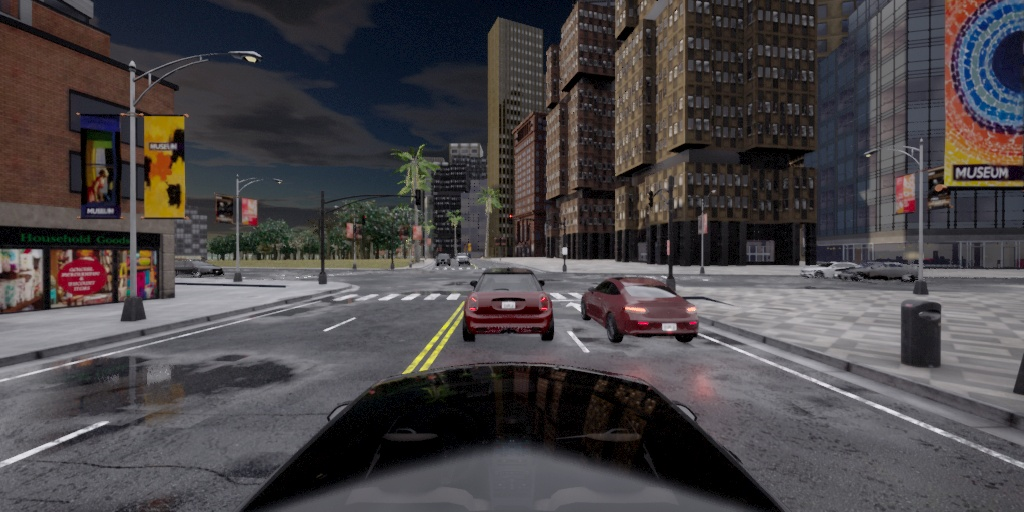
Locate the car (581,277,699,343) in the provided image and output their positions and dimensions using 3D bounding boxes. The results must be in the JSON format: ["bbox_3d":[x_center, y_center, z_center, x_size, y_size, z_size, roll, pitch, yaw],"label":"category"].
[{"bbox_3d":[3.137,1.274,9.578,1.812,1.442,4.674,0,0,-1],"label":"car"}]

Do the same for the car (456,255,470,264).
[{"bbox_3d":[-7.506,0.996,56.485,1.895,1.301,4.718,0,1,-8],"label":"car"}]

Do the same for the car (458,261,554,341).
[{"bbox_3d":[-0.122,1.101,10.014,2.097,1.767,4.553,0,0,-1],"label":"car"}]

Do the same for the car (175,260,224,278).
[{"bbox_3d":[-28.775,1.149,32.639,4.892,1.490,1.837,0,0,13],"label":"car"}]

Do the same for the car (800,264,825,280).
[{"bbox_3d":[26.863,1.206,29.817,4.674,1.442,1.812,0,0,13],"label":"car"}]

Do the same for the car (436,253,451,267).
[{"bbox_3d":[-10.842,0.609,56.808,2.150,2.045,5.566,0,1,-9],"label":"car"}]

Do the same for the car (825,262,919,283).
[{"bbox_3d":[26.866,1.185,26.476,4.902,1.511,2.128,0,0,13],"label":"car"}]
